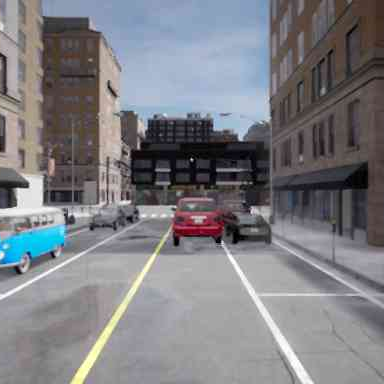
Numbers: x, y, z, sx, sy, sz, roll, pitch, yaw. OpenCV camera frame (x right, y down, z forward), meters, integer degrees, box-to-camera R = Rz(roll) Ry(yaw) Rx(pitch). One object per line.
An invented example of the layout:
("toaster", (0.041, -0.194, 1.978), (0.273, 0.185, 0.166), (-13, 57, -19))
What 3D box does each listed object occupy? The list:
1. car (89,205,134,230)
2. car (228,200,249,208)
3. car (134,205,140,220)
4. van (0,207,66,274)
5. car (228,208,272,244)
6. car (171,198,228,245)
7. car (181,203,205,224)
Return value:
("car", (-5.393, 1.682, 21.745), (2.008, 1.369, 4.403), (0, 0, 0))
("car", (2.632, 1.446, 21.749), (2.192, 1.841, 5.009), (0, 0, 0))
("car", (-5.395, 1.731, 27.407), (1.947, 1.339, 4.313), (0, 0, 0))
("van", (-5.390, 1.405, 10.423), (1.690, 1.788, 3.998), (0, 0, 0))
("car", (2.633, 1.663, 16.085), (1.947, 1.339, 4.313), (0, 0, 0))
("car", (0.163, 1.317, 16.264), (2.150, 2.045, 5.566), (0, -1, -2))
("car", (0.084, 1.692, 27.664), (1.812, 1.442, 4.674), (0, 0, 0))
